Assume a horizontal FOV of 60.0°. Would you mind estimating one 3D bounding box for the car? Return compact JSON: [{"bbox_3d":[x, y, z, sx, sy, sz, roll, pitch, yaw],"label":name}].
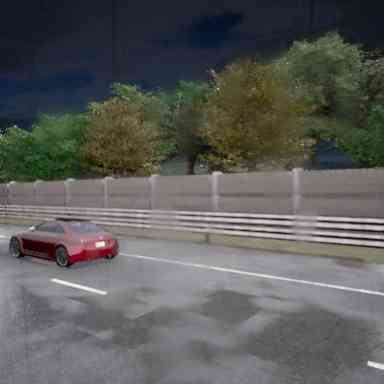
[{"bbox_3d":[-4.462,1.593,11.446,4.181,1.385,1.994,0,0,36],"label":"car"}]
